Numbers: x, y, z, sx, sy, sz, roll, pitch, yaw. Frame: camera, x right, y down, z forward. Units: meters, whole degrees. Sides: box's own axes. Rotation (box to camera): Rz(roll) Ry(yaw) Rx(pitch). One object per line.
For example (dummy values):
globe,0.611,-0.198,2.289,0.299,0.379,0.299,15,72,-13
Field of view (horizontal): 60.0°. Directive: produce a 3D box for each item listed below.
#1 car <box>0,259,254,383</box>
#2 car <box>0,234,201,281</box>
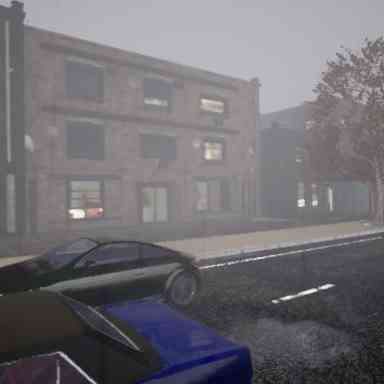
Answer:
car,-1.856,1.602,2.361,4.718,1.301,1.895,0,0,-35
car,-1.827,1.557,6.373,4.181,1.385,1.994,0,0,-36
